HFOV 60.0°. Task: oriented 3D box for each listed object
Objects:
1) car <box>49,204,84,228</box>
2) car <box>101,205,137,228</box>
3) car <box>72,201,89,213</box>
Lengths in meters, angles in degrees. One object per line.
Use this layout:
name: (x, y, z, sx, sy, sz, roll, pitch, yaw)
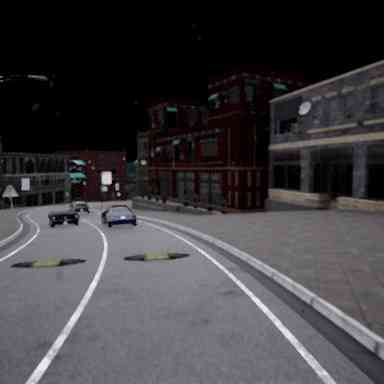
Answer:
car: (-9.430, 1.826, 24.415, 1.895, 1.301, 4.718, -2, 0, -25)
car: (-5.243, 1.632, 23.438, 1.994, 1.385, 4.181, -2, 0, -22)
car: (-13.444, 1.790, 39.514, 1.837, 1.490, 4.892, -3, 0, -26)
